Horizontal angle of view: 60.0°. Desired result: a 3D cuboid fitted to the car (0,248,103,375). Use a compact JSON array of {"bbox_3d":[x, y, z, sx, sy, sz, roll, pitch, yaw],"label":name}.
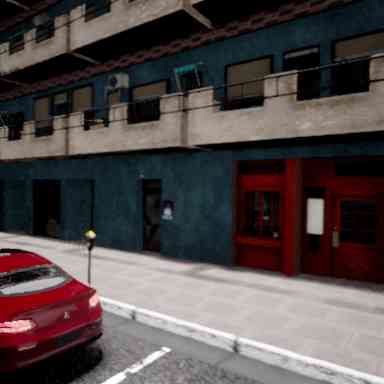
[{"bbox_3d":[-3.131,1.547,5.097,4.206,1.307,1.802,0,1,36],"label":"car"}]
